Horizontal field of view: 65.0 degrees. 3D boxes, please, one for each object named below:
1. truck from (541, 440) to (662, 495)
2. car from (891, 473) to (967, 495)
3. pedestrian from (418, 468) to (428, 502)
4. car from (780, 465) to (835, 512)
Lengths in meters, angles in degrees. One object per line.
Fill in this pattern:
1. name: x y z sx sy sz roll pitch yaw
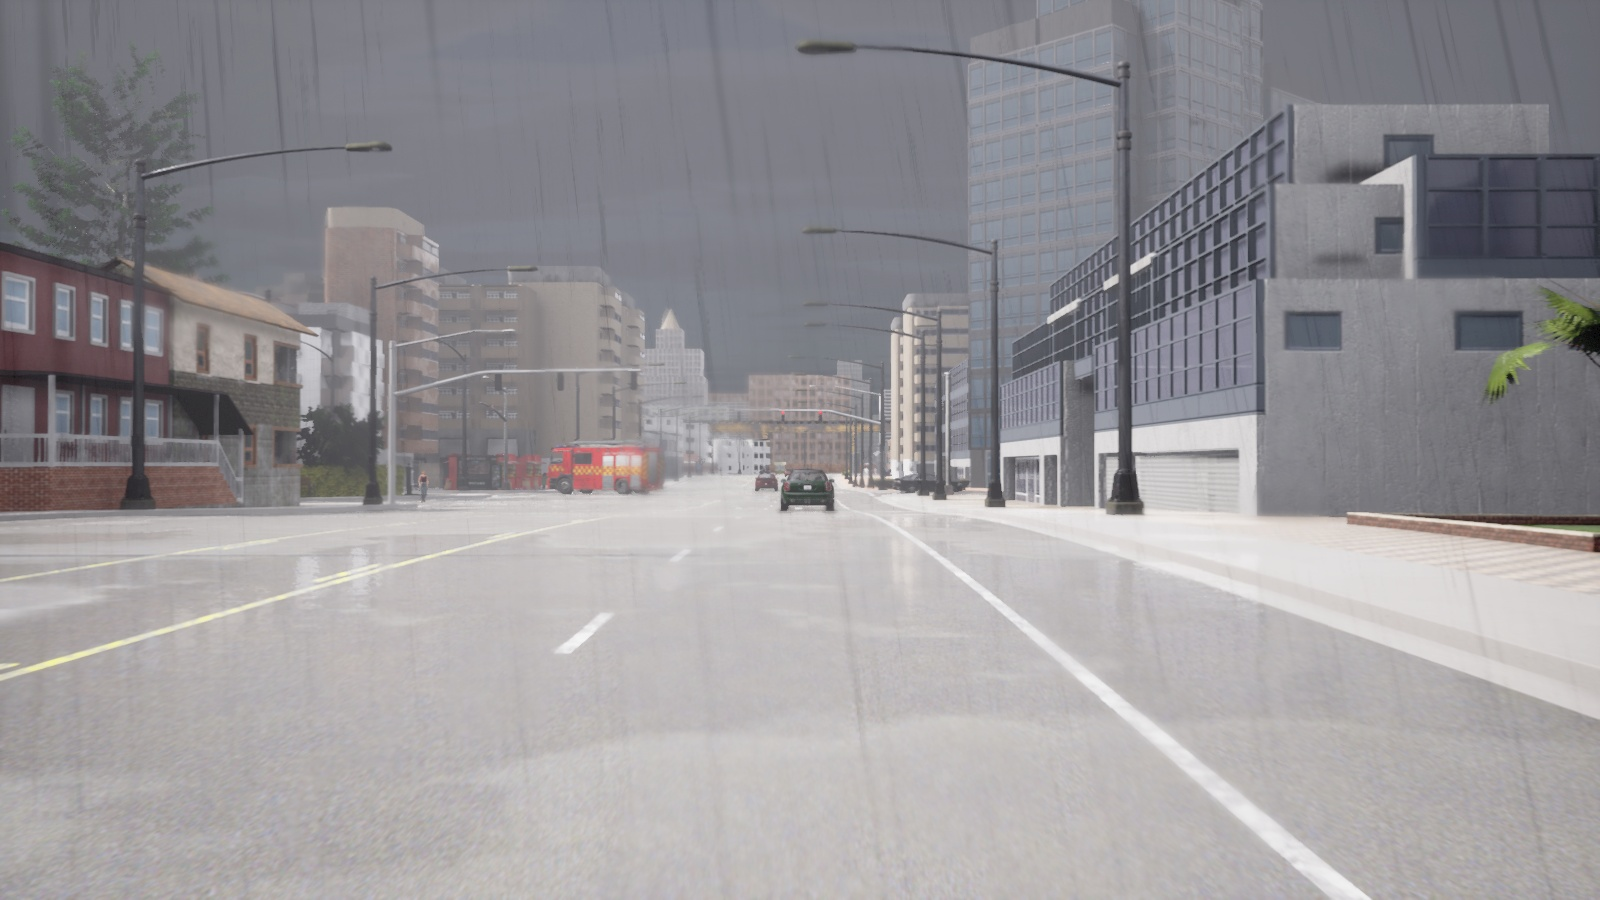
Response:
1. truck: -14.273 1.263 90.092 8.468 3.827 2.891 0 -1 26
2. car: 8.964 2.353 87.253 4.902 1.511 2.128 0 -1 -8
3. pedestrian: -20.278 1.876 67.555 0.345 1.836 0.594 1 -1 -35
4. car: 0.300 1.540 50.087 2.097 1.767 4.553 0 -2 0
